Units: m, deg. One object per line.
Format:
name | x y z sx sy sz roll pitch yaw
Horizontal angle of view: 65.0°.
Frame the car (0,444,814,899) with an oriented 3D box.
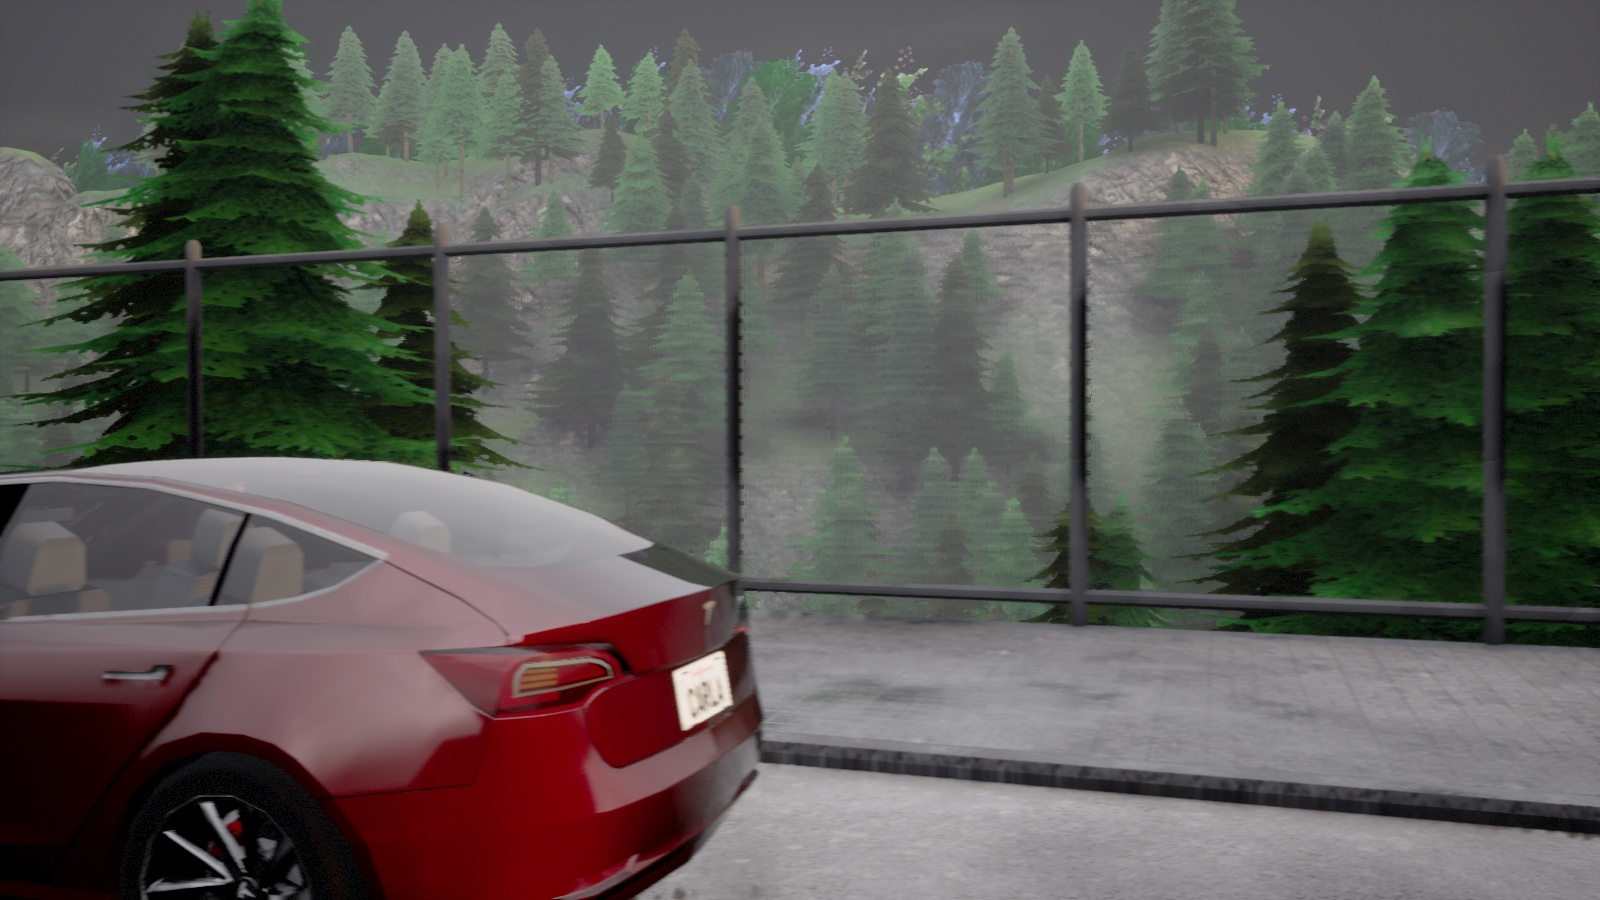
car | -2.564 0.743 4.579 4.792 1.488 2.163 1 1 19
